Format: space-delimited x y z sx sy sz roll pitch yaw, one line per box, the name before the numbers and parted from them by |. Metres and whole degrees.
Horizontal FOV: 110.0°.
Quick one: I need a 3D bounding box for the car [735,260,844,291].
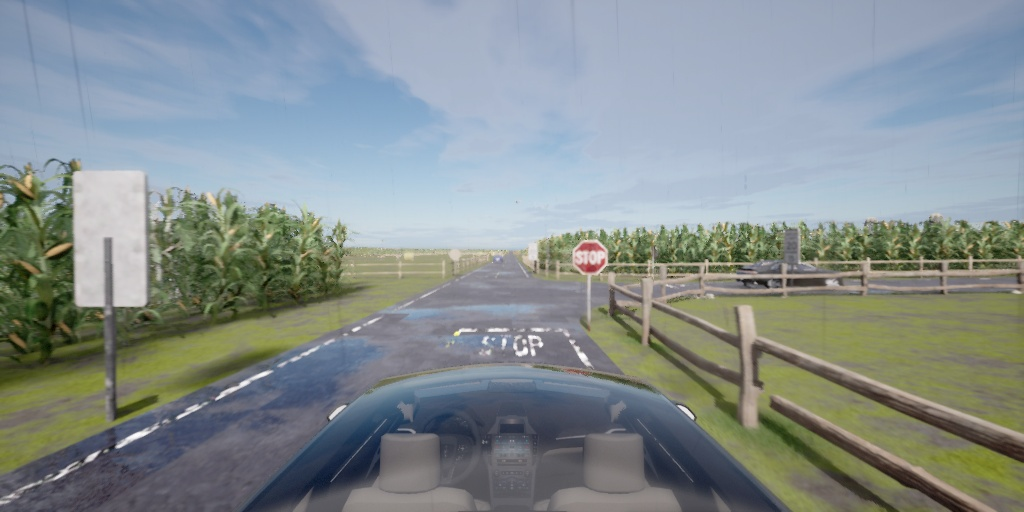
car | 14.109 0.972 18.355 4.902 1.511 2.128 -1 1 -2
